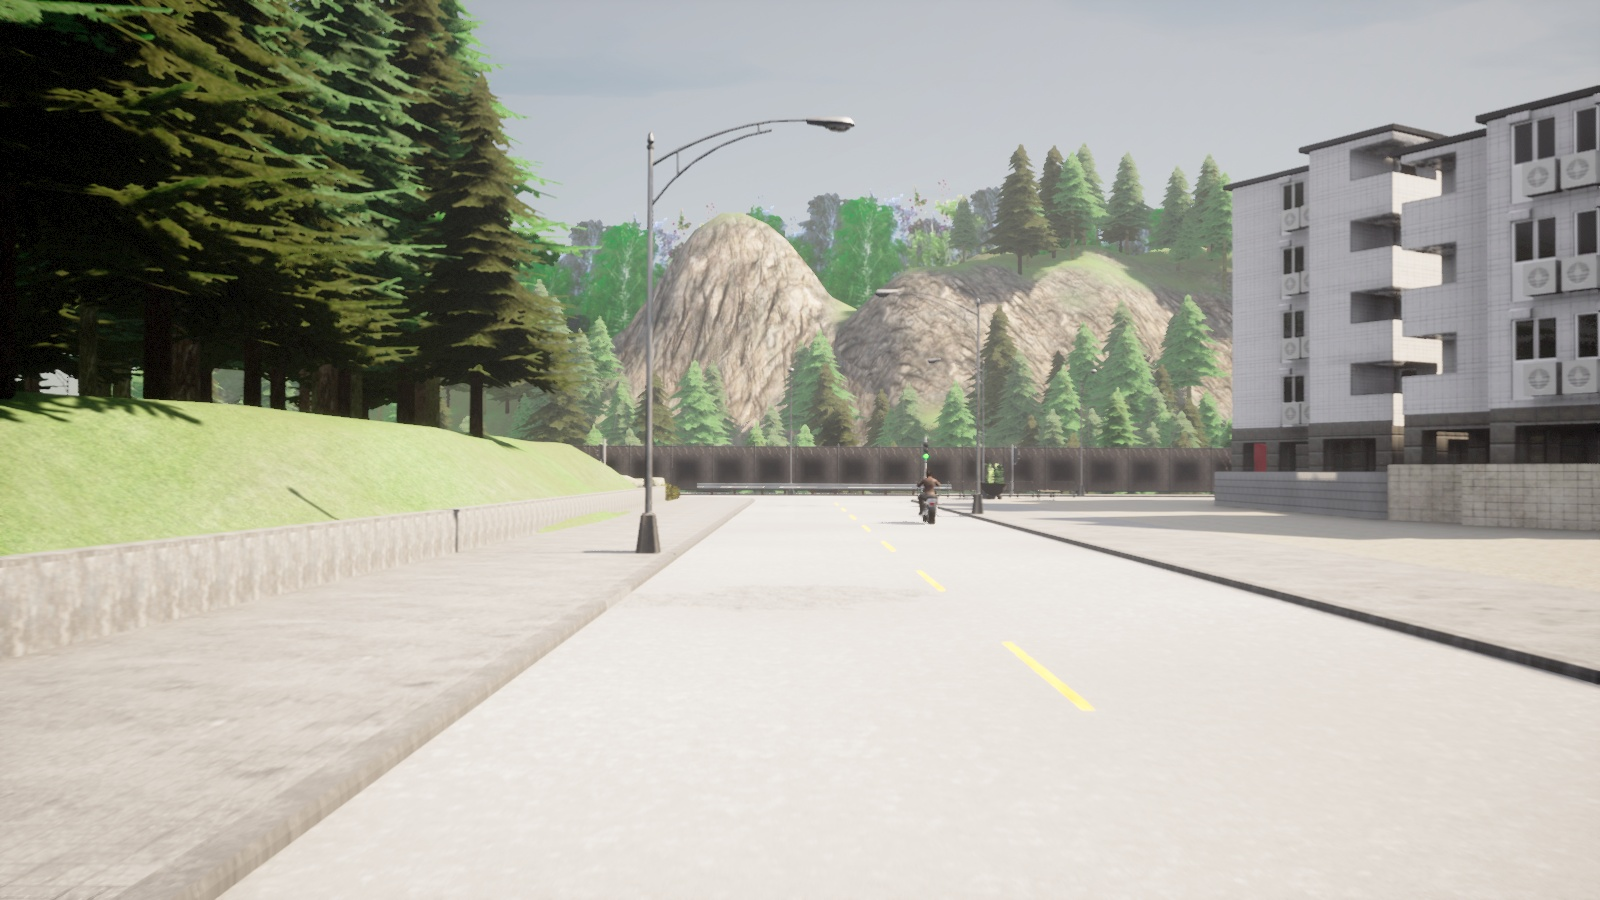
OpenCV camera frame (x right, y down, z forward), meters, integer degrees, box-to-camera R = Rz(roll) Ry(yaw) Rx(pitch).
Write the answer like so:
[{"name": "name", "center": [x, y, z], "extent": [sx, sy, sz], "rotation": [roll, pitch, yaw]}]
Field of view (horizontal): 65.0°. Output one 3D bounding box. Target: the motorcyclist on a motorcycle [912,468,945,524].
[{"name": "motorcyclist on a motorcycle", "center": [3.912, 1.392, 38.359], "extent": [0.766, 1.649, 2.350], "rotation": [0, -1, 0]}]
